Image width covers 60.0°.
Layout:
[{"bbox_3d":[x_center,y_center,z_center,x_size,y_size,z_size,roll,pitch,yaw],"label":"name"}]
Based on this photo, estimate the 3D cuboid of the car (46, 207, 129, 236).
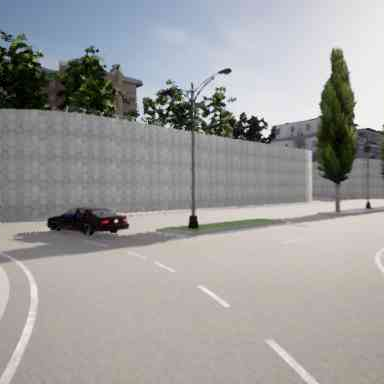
[{"bbox_3d":[-5.752,1.503,18.039,5.357,1.411,2.033,0,0,37],"label":"car"}]
